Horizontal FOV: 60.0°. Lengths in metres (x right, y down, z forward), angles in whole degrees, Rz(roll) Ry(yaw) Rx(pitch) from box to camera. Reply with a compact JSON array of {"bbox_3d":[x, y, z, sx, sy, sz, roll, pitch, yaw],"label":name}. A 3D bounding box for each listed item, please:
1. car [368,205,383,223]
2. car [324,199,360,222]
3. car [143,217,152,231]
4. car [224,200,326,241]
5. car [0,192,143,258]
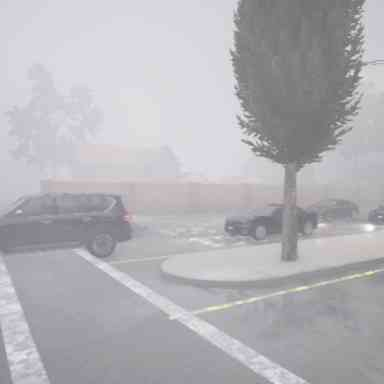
[{"bbox_3d":[13.374,1.367,21.690,4.181,1.385,1.994,0,1,-32],"label":"car"},{"bbox_3d":[9.915,1.255,23.661,4.892,1.490,1.837,0,1,-32],"label":"car"},{"bbox_3d":[-4.314,1.362,14.802,4.718,1.301,1.895,0,1,-32],"label":"car"},{"bbox_3d":[3.803,1.289,15.734,5.008,1.535,1.882,0,1,-32],"label":"car"},{"bbox_3d":[-4.632,1.039,10.485,5.566,2.045,2.150,0,1,-32],"label":"car"}]
